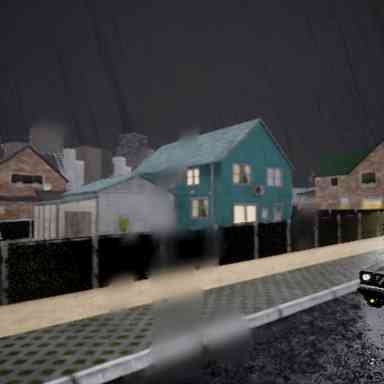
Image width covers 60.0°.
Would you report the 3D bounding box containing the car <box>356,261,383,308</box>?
[{"bbox_3d":[5.572,1.730,7.298,4.718,1.301,1.895,0,-3,-38],"label":"car"}]
